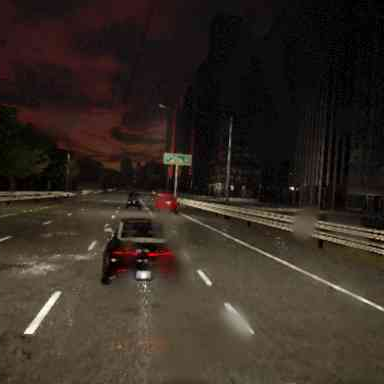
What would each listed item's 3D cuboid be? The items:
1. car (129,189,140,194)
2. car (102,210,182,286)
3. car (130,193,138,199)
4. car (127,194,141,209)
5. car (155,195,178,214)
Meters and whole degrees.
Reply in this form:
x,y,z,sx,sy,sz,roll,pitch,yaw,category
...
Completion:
x,y,z,sx,sy,sz,roll,pitch,yaw,category
-10.993,0.984,62.798,2.150,2.045,5.566,4,0,-10,car
-1.433,1.493,9.416,1.837,1.490,4.892,4,0,-10,car
-15.990,1.076,91.732,1.812,1.442,4.674,4,0,-10,car
-7.772,1.403,44.509,2.033,1.411,5.357,4,0,-10,car
-2.933,1.344,38.042,2.150,2.045,5.566,4,0,-10,car
